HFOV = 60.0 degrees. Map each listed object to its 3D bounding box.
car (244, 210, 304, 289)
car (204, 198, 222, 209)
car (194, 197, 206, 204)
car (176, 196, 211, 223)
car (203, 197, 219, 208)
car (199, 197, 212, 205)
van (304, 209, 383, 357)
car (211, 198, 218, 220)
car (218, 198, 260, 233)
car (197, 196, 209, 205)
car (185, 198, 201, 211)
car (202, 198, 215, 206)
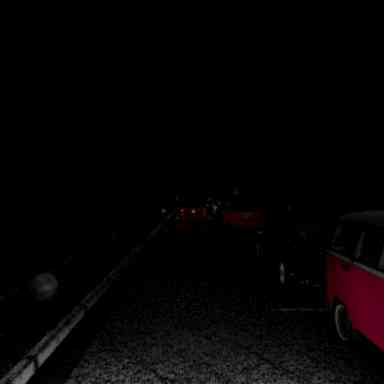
[{"bbox_3d":[2.998,1.484,9.148,2.231,1.521,4.892,0,0,0],"label":"car"},{"bbox_3d":[2.997,1.607,47.796,2.231,1.521,4.892,0,0,0],"label":"car"},{"bbox_3d":[1.799,1.899,75.625,2.163,1.488,4.792,0,-1,-5],"label":"car"},{"bbox_3d":[0.101,1.393,25.617,2.097,1.767,4.553,0,0,0],"label":"car"},{"bbox_3d":[2.988,1.642,53.316,2.231,1.521,4.892,0,0,0],"label":"car"},{"bbox_3d":[2.644,1.752,64.406,2.097,1.535,5.008,0,-1,-2],"label":"car"},{"bbox_3d":[2.998,1.254,3.750,1.878,1.987,4.442,0,0,0],"label":"van"},{"bbox_3d":[2.997,1.582,31.361,2.002,1.452,4.674,0,0,0],"label":"car"},{"bbox_3d":[2.997,1.379,20.165,2.185,1.767,4.553,0,0,0],"label":"car"},{"bbox_3d":[2.295,1.684,69.920,2.185,1.767,4.553,0,-1,-4],"label":"car"},{"bbox_3d":[0.099,1.582,42.937,1.882,1.535,5.008,0,0,0],"label":"car"},{"bbox_3d":[2.875,1.734,58.862,2.002,1.452,4.674,0,-1,-1],"label":"car"}]
